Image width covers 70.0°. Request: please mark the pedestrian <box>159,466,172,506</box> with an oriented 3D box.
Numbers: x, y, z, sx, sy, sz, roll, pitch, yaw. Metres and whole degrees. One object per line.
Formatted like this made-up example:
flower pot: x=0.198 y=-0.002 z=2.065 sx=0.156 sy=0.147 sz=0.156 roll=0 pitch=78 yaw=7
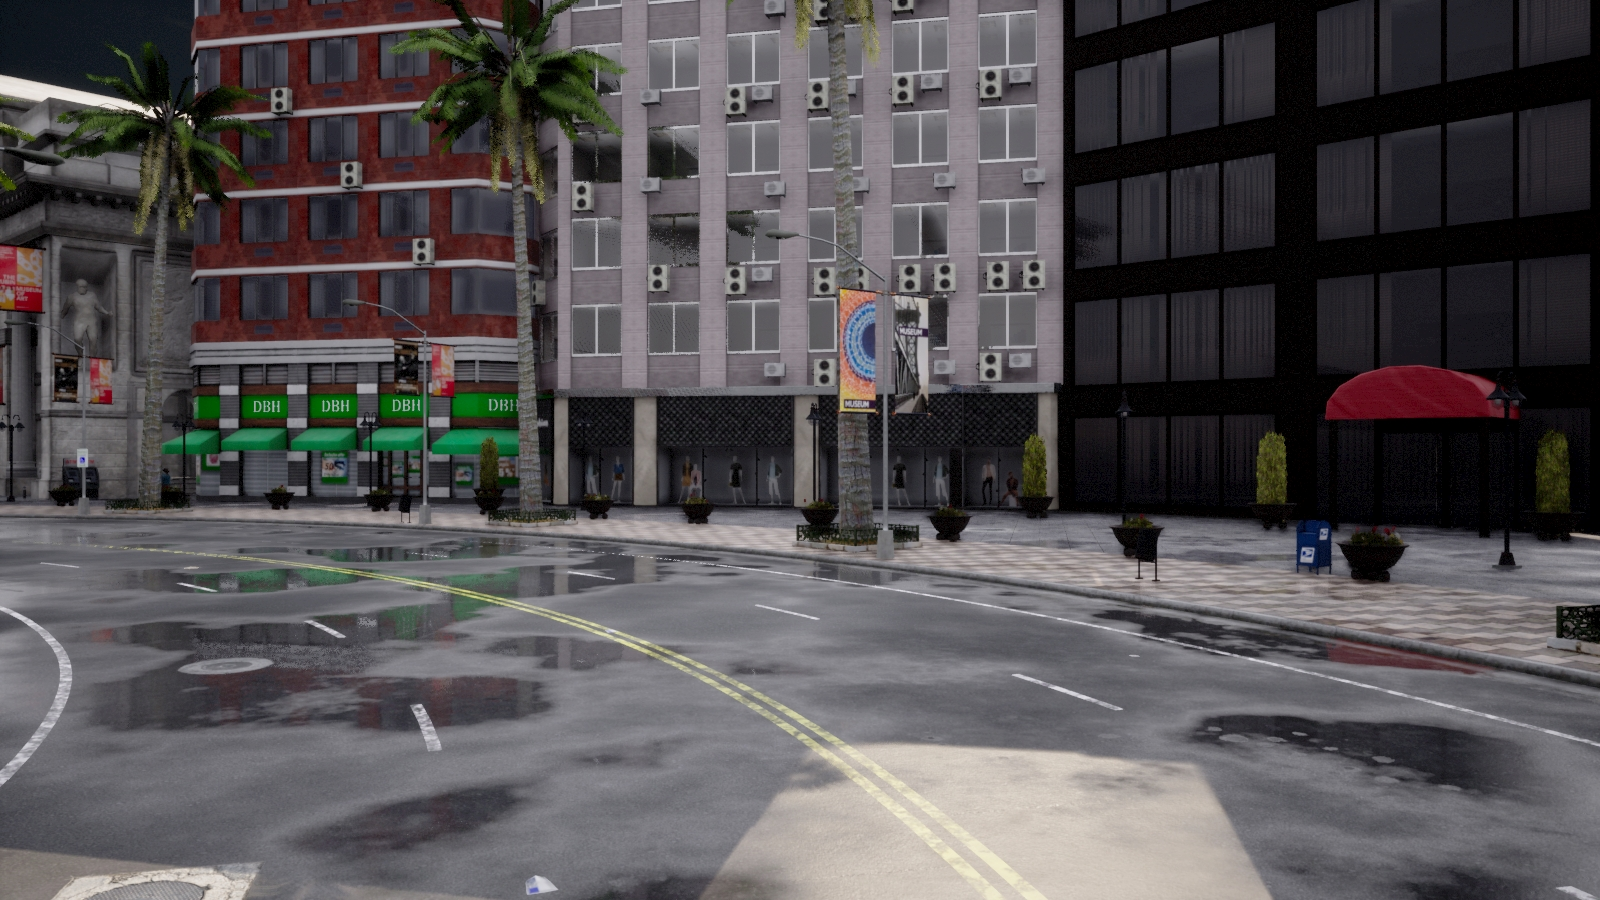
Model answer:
pedestrian: x=-30.085 y=1.703 z=54.184 sx=0.375 sy=1.860 sz=0.375 roll=0 pitch=0 yaw=14
